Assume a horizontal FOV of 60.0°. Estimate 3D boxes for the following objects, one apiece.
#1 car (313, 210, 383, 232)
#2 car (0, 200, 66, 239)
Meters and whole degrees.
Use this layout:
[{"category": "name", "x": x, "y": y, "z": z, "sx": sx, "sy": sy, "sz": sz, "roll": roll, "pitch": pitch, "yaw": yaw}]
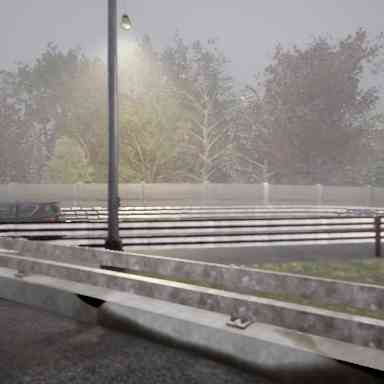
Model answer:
[{"category": "car", "x": 8.420, "y": 1.607, "z": 16.994, "sx": 4.181, "sy": 1.385, "sz": 1.994, "roll": 0, "pitch": 0, "yaw": -11}, {"category": "car", "x": -8.446, "y": 1.396, "z": 14.563, "sx": 5.566, "sy": 2.045, "sz": 2.150, "roll": 0, "pitch": 0, "yaw": -3}]
